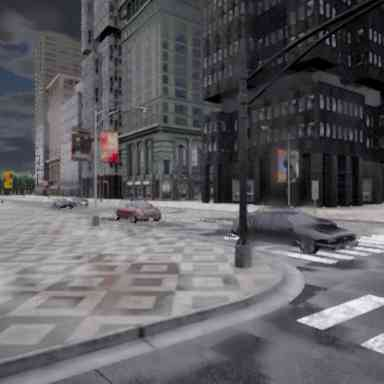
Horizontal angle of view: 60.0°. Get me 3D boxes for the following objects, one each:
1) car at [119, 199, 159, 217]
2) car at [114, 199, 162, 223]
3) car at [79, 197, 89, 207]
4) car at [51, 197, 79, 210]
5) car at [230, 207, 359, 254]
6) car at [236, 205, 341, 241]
[{"bbox_3d":[-5.184,1.469,32.209,1.837,1.490,4.892,0,0,-35],"label":"car"},{"bbox_3d":[-4.148,1.326,25.126,2.097,1.767,4.553,0,0,-35],"label":"car"},{"bbox_3d":[-16.485,1.459,48.303,2.128,1.511,4.902,0,0,-35],"label":"car"},{"bbox_3d":[-16.811,1.523,43.082,2.033,1.411,5.357,0,0,-35],"label":"car"},{"bbox_3d":[3.898,1.531,13.780,2.033,1.411,5.357,0,0,-35],"label":"car"},{"bbox_3d":[4.946,1.517,17.918,2.033,1.411,5.357,0,0,-35],"label":"car"}]
